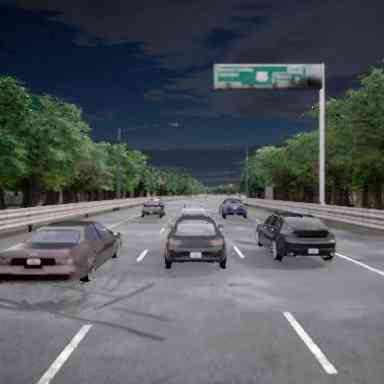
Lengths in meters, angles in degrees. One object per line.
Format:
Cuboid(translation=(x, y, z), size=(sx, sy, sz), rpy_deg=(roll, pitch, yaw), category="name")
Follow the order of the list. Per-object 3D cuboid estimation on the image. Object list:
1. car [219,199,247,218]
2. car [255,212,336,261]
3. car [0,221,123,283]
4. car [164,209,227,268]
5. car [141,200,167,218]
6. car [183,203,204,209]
Cuboid(translation=(3.596, 1.368, 30.016), size=(2.097, 1.767, 4.553), rpy_deg=(0, 0, 0), category="car")
Cuboid(translation=(3.598, 1.502, 12.283), size=(1.837, 1.490, 4.892), rpy_deg=(0, 0, 0), category="car")
Cuboid(translation=(-3.399, 1.544, 9.652), size=(2.033, 1.411, 5.357), rpy_deg=(0, 0, 0), category="car")
Cuboid(translation=(0.112, 1.523, 11.207), size=(1.812, 1.442, 4.674), rpy_deg=(0, 0, 0), category="car")
Cuboid(translation=(-3.402, 1.509, 30.239), size=(2.128, 1.511, 4.902), rpy_deg=(0, 0, 0), category="car")
Cuboid(translation=(0.094, 1.615, 28.813), size=(1.895, 1.301, 4.718), rpy_deg=(0, 0, 0), category="car")
